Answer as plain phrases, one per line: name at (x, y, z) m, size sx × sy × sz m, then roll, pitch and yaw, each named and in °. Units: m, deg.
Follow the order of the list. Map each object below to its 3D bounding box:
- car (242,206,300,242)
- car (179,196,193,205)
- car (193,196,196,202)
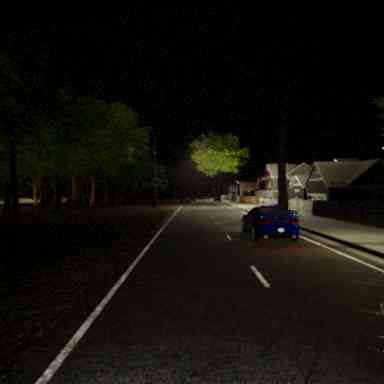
car at (3.607, 1.385, 15.935) m, size 1.882 × 1.535 × 5.008 m, roll 0°, pitch 0°, yaw 0°
car at (-1.199, 1.661, 62.074) m, size 1.812 × 1.442 × 4.674 m, roll 0°, pitch 0°, yaw 0°
car at (0.033, 1.628, 80.373) m, size 2.033 × 1.411 × 5.357 m, roll 0°, pitch 0°, yaw 0°
